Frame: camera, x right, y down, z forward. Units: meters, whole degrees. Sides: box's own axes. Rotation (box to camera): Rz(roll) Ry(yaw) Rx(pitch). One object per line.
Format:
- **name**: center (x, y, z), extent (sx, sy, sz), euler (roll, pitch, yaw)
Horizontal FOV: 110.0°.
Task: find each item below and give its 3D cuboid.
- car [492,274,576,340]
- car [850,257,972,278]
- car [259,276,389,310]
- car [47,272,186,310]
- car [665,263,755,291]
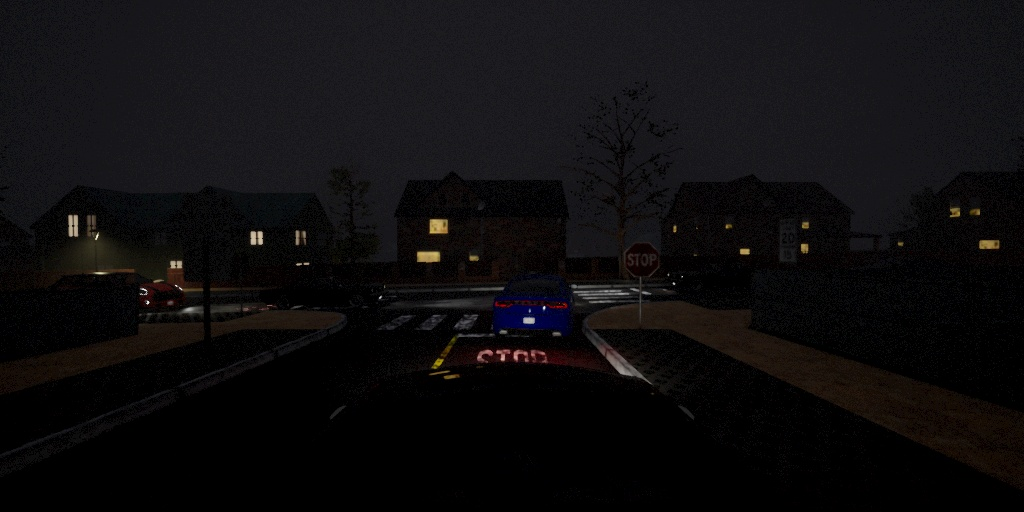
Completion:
- **car**: center (0.782, 1.226, 10.075), extent (1.882, 1.535, 5.008), euler (0, 0, 10)
- **car**: center (20.047, 0.753, 18.257), extent (5.357, 1.411, 2.033), euler (-1, 1, 0)
- **car**: center (-7.819, 1.505, 15.278), extent (4.718, 1.301, 1.895), euler (-1, 1, 0)
- **car**: center (-16.806, 1.471, 15.265), extent (4.553, 1.767, 2.097), euler (-1, 1, 0)
- **car**: center (10.401, 1.034, 18.216), extent (4.718, 1.301, 1.895), euler (-1, 1, -1)
